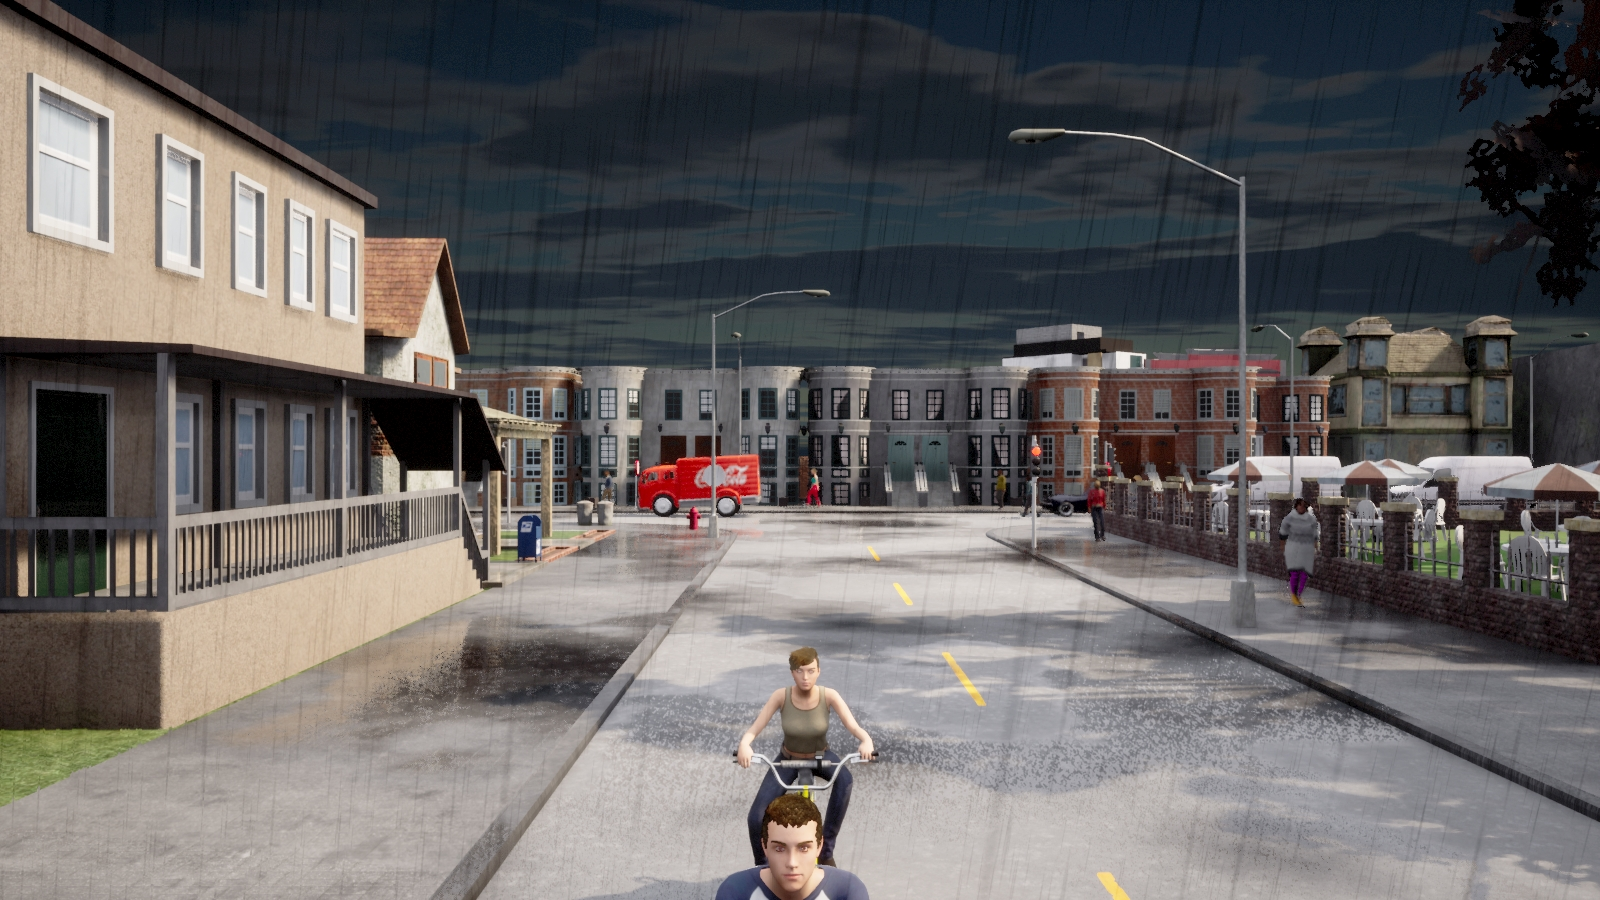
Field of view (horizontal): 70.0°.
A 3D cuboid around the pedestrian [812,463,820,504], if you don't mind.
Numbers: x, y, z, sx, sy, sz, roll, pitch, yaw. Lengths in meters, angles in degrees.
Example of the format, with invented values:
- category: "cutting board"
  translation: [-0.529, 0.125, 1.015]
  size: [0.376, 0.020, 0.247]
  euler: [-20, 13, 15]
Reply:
- category: "pedestrian"
  translation: [0.742, 1.547, 52.873]
  size: [0.375, 1.860, 0.375]
  euler: [0, 0, 5]

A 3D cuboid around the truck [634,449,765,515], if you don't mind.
- category: "truck"
  translation: [-4.228, 1.325, 48.832]
  size: [5.204, 2.467, 2.627]
  euler: [-3, 0, 1]

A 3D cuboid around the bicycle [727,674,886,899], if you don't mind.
- category: "bicycle"
  translation: [0.033, 2.040, 6.906]
  size: [0.859, 1.080, 1.487]
  euler: [0, 0, 0]

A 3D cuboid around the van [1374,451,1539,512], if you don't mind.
- category: "van"
  translation: [28.022, 1.334, 48.891]
  size: [5.915, 2.561, 1.988]
  euler: [0, 0, 0]

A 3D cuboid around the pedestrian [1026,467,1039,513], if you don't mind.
- category: "pedestrian"
  translation: [9.519, 1.648, 46.746]
  size: [0.375, 1.860, 0.375]
  euler: [0, 0, 43]

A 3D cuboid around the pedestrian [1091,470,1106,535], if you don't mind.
- category: "pedestrian"
  translation: [8.718, 1.530, 33.378]
  size: [0.375, 1.860, 0.375]
  euler: [0, 0, 5]

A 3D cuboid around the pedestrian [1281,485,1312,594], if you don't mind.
- category: "pedestrian"
  translation: [8.561, 1.531, 19.720]
  size: [0.375, 1.860, 0.375]
  euler: [0, 0, 2]

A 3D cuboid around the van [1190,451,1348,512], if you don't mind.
- category: "van"
  translation: [19.989, 1.335, 48.880]
  size: [5.915, 2.561, 1.988]
  euler: [0, 0, 0]

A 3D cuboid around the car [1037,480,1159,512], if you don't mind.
- category: "car"
  translation: [12.712, 1.955, 48.868]
  size: [4.718, 1.301, 1.895]
  euler: [0, 0, 0]

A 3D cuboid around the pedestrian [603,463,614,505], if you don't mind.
- category: "pedestrian"
  translation: [-8.724, 1.547, 52.145]
  size: [0.375, 1.860, 0.375]
  euler: [0, 0, -37]

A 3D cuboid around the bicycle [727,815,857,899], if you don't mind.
- category: "bicycle"
  translation: [-0.022, 1.938, 3.212]
  size: [0.373, 1.296, 1.643]
  euler: [0, 0, 0]

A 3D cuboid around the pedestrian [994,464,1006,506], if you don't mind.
- category: "pedestrian"
  translation: [8.948, 1.545, 51.090]
  size: [0.375, 1.860, 0.375]
  euler: [0, 0, -20]

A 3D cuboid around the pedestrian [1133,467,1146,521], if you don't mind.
- category: "pedestrian"
  translation: [11.911, 1.534, 40.086]
  size: [0.375, 1.860, 0.375]
  euler: [0, 0, 0]
